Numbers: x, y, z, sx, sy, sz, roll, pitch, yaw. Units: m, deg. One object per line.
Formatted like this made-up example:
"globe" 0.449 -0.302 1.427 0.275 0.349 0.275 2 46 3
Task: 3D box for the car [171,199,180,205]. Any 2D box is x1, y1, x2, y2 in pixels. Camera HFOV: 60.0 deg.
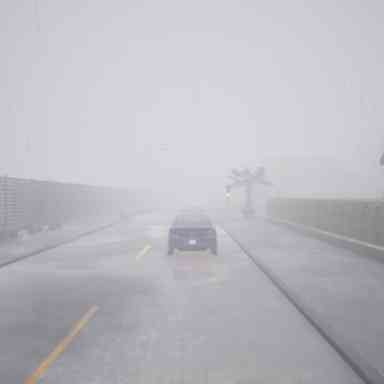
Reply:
"car" -3.930 2.396 78.865 1.994 1.385 4.181 0 -1 0

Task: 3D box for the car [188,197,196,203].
"car" 0.076 2.463 85.895 1.994 1.385 4.181 0 -1 0

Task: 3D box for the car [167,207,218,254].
"car" 0.038 1.631 14.248 1.882 1.535 5.008 0 0 1
